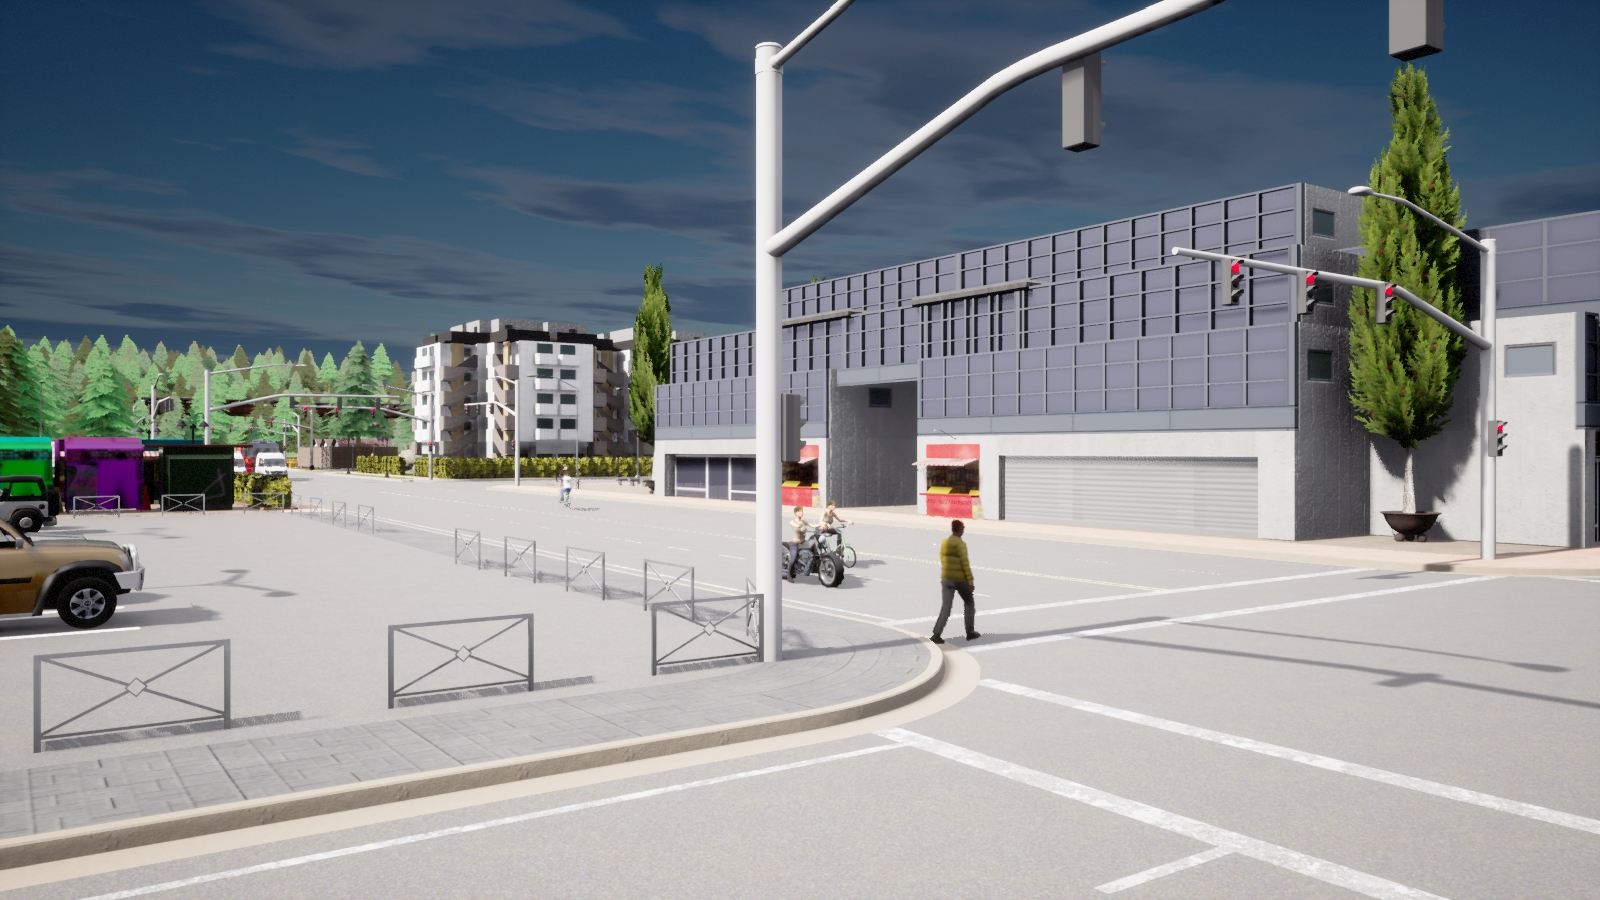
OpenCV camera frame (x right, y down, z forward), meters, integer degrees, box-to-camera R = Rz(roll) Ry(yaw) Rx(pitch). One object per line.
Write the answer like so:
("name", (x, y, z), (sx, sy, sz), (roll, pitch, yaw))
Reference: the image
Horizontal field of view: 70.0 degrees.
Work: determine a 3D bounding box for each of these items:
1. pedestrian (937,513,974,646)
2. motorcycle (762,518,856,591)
("pedestrian", (2.243, 1.848, 16.466), (0.375, 1.860, 0.375), (0, 0, -36))
("motorcycle", (0.165, 2.155, 23.900), (0.764, 1.307, 2.356), (0, 0, -34))
